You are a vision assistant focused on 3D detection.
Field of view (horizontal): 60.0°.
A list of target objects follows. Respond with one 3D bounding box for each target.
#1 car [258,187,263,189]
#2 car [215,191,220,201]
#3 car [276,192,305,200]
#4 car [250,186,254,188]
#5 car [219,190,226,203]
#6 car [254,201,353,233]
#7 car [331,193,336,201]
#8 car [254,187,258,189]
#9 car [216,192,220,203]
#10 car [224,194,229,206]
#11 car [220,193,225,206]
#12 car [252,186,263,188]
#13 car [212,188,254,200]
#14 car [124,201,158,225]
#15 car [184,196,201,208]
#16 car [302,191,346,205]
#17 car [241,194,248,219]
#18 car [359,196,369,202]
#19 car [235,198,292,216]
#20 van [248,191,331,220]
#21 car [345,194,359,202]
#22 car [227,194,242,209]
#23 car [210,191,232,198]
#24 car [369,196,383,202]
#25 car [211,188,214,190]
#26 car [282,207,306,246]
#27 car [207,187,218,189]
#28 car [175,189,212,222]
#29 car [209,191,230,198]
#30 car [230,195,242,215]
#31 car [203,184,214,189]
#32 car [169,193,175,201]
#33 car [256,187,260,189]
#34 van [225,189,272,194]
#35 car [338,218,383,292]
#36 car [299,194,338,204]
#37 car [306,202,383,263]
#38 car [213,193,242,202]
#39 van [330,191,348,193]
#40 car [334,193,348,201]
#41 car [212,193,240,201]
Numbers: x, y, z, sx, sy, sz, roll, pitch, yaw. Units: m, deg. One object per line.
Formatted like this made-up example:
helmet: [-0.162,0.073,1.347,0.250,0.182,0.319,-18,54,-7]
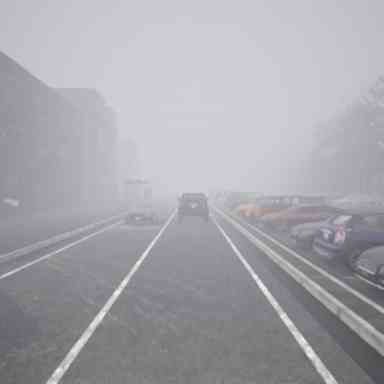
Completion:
car: [19.489,0.308,82.470,5.008,1.535,2.097,0,2,0]
car: [6.290,1.076,48.906,5.008,1.535,2.097,0,1,0]
car: [19.441,0.834,65.746,5.008,1.535,2.097,0,1,0]
car: [19.562,-0.196,93.493,4.792,1.488,2.163,0,3,0]
car: [6.245,1.006,43.464,4.553,1.767,2.185,0,1,0]
car: [6.158,1.401,18.291,4.792,1.488,2.163,0,0,0]
car: [19.348,1.200,40.544,4.674,1.452,2.002,0,1,0]
car: [19.699,0.063,87.910,5.366,1.575,1.946,0,3,0]
car: [6.471,1.101,46.122,5.366,1.575,1.946,0,1,0]
car: [6.252,1.216,34.990,5.008,1.535,2.097,0,1,0]
car: [6.272,1.162,40.557,4.892,1.521,2.231,0,1,0]
car: [19.709,-0.078,90.702,5.366,1.575,1.946,0,3,0]
car: [6.334,0.796,51.687,5.566,2.045,2.435,0,1,0]
car: [-3.353,1.340,22.713,1.812,1.442,4.674,0,1,0]
car: [0.064,1.192,41.758,1.994,1.385,4.181,0,1,0]
car: [19.347,0.824,48.896,5.566,2.045,2.435,0,1,0]
car: [6.176,1.196,23.856,4.553,1.767,2.185,0,1,0]
car: [19.345,1.272,32.191,4.792,1.488,2.163,0,1,0]
car: [6.229,1.310,29.424,4.674,1.452,2.002,0,1,0]
van: [6.080,1.121,21.135,4.442,1.987,1.878,0,1,0]
car: [19.333,1.216,34.974,4.892,1.521,2.231,0,1,0]
car: [6.231,1.243,32.207,5.008,1.535,2.097,0,1,0]
car: [6.413,0.646,73.975,4.792,1.488,2.163,0,2,0]
car: [19.278,1.018,29.401,5.566,2.045,2.435,0,1,0]
car: [6.396,0.648,68.405,4.553,1.767,2.185,0,1,0]
car: [6.170,1.459,12.725,4.674,1.452,2.002,0,0,0]
car: [6.373,0.300,79.542,4.553,1.767,2.185,0,2,0]
car: [0.096,1.021,24.536,2.150,2.045,5.566,0,1,0]
car: [6.365,0.554,76.762,4.792,1.488,2.163,0,2,0]
car: [6.031,1.293,26.641,5.366,1.575,1.946,0,1,0]
car: [6.472,-0.322,90.673,5.566,2.045,2.435,0,3,0]
car: [-3.389,0.868,63.346,1.812,1.442,4.674,0,1,0]
car: [19.475,0.220,85.260,4.792,1.488,2.163,0,3,0]
van: [6.373,0.963,37.771,4.442,1.987,1.878,0,1,0]
car: [6.154,1.467,7.157,4.892,1.521,2.231,0,0,0]
car: [19.571,1.044,51.682,5.366,1.575,1.946,0,1,0]
car: [6.126,1.318,9.941,4.553,1.767,2.185,0,0,0]
car: [6.330,0.945,60.045,5.008,1.535,2.097,0,1,0]
van: [19.249,0.878,46.111,4.442,1.987,1.878,0,1,0]
car: [19.341,1.188,37.759,5.008,1.535,2.097,0,1,0]
car: [6.339,0.896,62.833,5.008,1.535,2.097,0,1,0]
